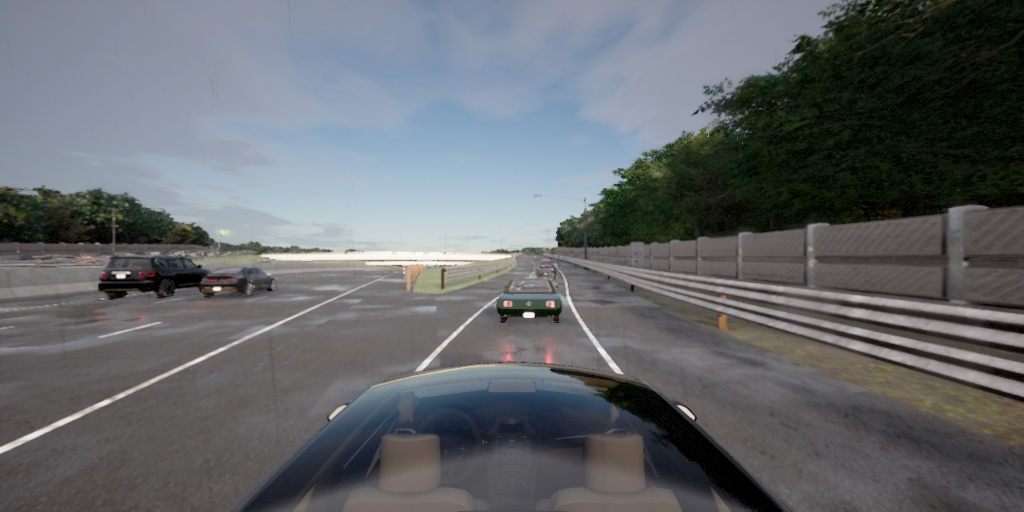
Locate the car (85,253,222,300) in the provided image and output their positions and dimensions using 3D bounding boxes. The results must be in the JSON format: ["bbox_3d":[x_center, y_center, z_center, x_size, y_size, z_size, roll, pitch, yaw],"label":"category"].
[{"bbox_3d":[-17.616,0.997,18.181,2.150,2.045,5.566,0,0,-14],"label":"car"}]

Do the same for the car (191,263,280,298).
[{"bbox_3d":[-14.196,1.294,18.923,1.837,1.490,4.892,0,0,-14],"label":"car"}]

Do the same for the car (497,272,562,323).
[{"bbox_3d":[0.661,1.402,12.359,1.895,1.301,4.718,0,0,5],"label":"car"}]

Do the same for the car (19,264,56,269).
[{"bbox_3d":[-29.606,1.358,22.262,1.994,1.385,4.181,0,-1,-13],"label":"car"}]

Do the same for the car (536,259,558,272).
[{"bbox_3d":[3.248,1.356,33.834,2.128,1.511,4.902,0,0,7],"label":"car"}]
